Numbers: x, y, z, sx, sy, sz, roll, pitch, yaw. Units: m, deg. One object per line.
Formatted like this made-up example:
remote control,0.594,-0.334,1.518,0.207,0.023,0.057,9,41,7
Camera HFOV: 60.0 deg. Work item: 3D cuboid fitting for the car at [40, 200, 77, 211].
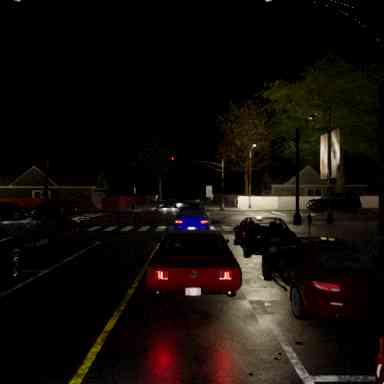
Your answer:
car,-14.792,1.582,35.338,4.892,1.490,1.837,0,1,0

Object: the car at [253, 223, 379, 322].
car,2.630,1.582,6.999,1.802,1.307,4.206,0,0,0

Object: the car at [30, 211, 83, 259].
car,-5.404,1.582,12.502,1.802,1.307,4.206,0,0,0

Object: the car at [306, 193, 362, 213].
car,15.137,1.121,35.511,5.566,2.045,2.150,0,0,0

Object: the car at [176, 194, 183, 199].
car,-3.198,1.534,67.455,2.128,1.511,4.902,0,0,0

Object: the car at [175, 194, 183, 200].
car,-3.242,1.178,82.734,1.837,1.490,4.892,0,0,0

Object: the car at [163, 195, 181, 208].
car,-3.192,1.567,48.835,2.033,1.411,5.357,0,0,0

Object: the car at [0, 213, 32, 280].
car,-5.395,1.440,6.983,1.967,1.590,4.097,0,0,0

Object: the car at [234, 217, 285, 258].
car,2.621,1.565,12.518,1.947,1.339,4.313,0,0,0

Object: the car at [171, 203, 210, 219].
car,-0.025,1.525,17.586,1.812,1.442,4.674,0,0,0

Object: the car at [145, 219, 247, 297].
car,0.043,1.601,8.529,1.895,1.301,4.718,0,0,0

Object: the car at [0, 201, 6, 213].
car,-17.432,1.602,25.545,4.892,1.490,1.837,0,0,3

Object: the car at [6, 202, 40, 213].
car,-16.277,1.594,28.785,4.892,1.490,1.837,0,0,-1

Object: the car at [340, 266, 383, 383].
car,2.639,1.545,1.481,1.887,1.381,4.507,0,0,0
